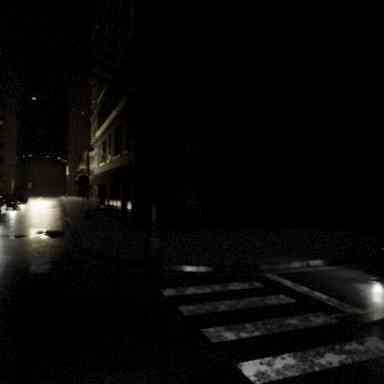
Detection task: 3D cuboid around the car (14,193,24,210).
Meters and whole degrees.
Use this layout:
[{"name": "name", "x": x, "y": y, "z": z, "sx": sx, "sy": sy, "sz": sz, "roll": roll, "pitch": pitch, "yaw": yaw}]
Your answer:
[{"name": "car", "x": -17.332, "y": 0.883, "z": 31.241, "sx": 1.812, "sy": 1.442, "sz": 4.674, "roll": 2, "pitch": 0, "yaw": -22}]

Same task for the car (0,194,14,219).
[{"name": "car", "x": -13.929, "y": 0.986, "z": 22.901, "sx": 2.128, "sy": 1.511, "sz": 4.902, "roll": 2, "pitch": 0, "yaw": -22}]

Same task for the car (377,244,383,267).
[{"name": "car", "x": 7.779, "y": 1.687, "z": 9.964, "sx": 4.674, "sy": 1.442, "sz": 1.812, "roll": 1, "pitch": 0, "yaw": -22}]

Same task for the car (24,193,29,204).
[{"name": "car", "x": -21.258, "y": 0.763, "z": 40.941, "sx": 1.994, "sy": 1.385, "sz": 4.181, "roll": 2, "pitch": 0, "yaw": -22}]
